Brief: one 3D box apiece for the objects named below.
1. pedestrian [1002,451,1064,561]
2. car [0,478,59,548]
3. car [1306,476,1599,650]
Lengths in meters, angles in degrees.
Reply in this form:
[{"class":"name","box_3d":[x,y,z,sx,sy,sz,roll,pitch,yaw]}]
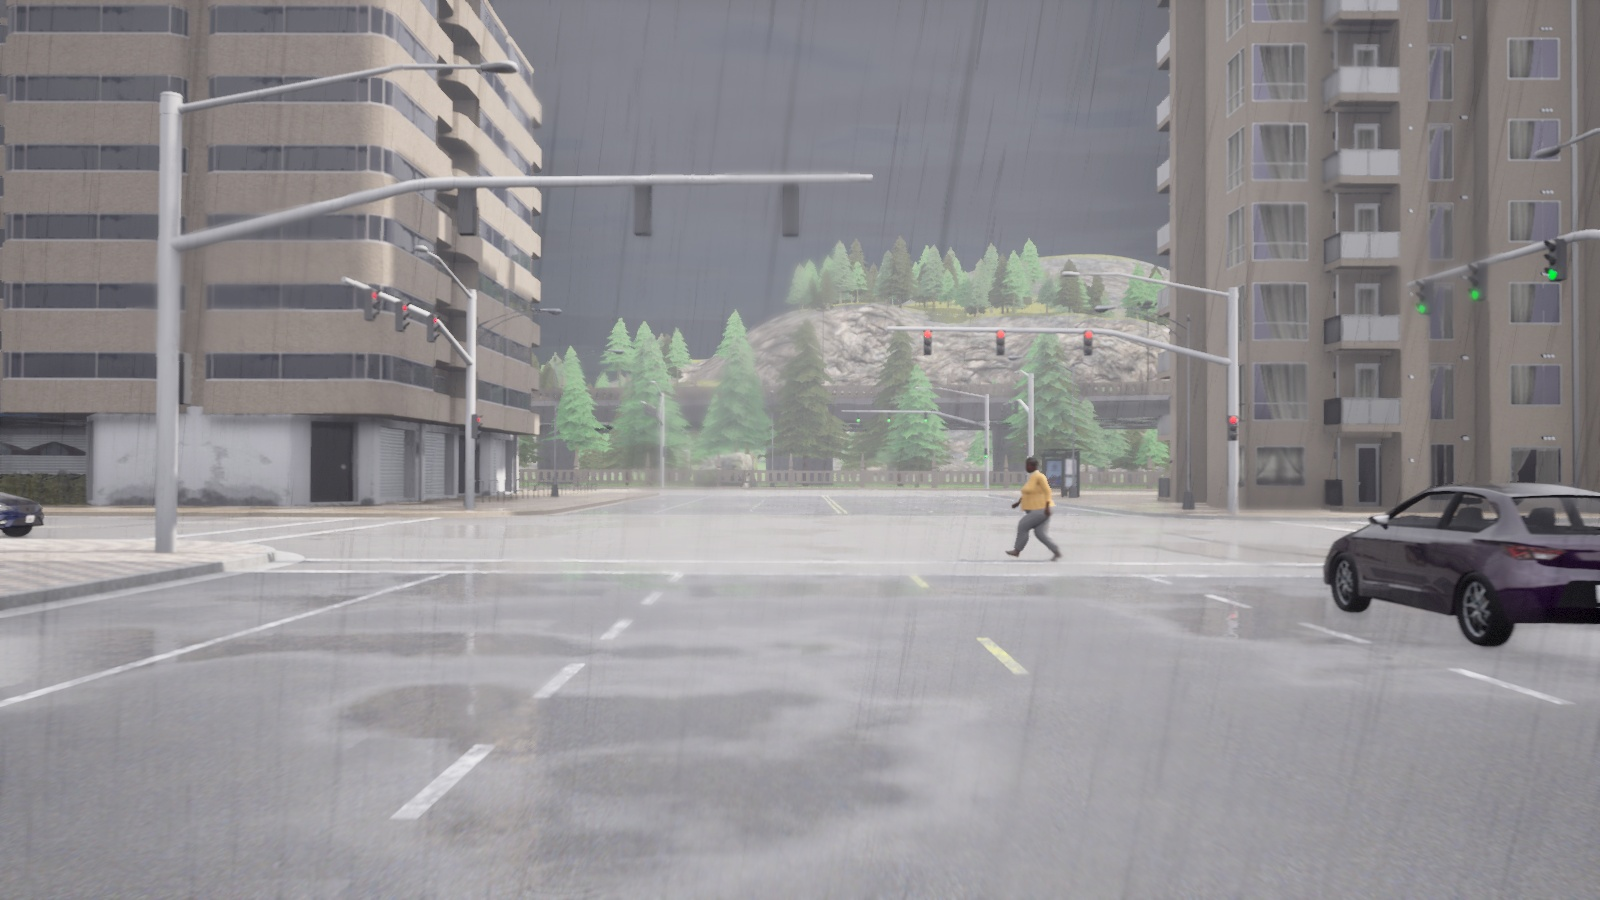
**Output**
[{"class":"pedestrian","box_3d":[4.004,0.959,21.664,0.900,1.855,0.874,0,-1,1]},{"class":"car","box_3d":[-19.017,1.369,27.755,4.193,1.474,1.816,0,-1,0]},{"class":"car","box_3d":[6.970,1.016,12.904,1.816,1.474,4.193,0,-1,0]}]
